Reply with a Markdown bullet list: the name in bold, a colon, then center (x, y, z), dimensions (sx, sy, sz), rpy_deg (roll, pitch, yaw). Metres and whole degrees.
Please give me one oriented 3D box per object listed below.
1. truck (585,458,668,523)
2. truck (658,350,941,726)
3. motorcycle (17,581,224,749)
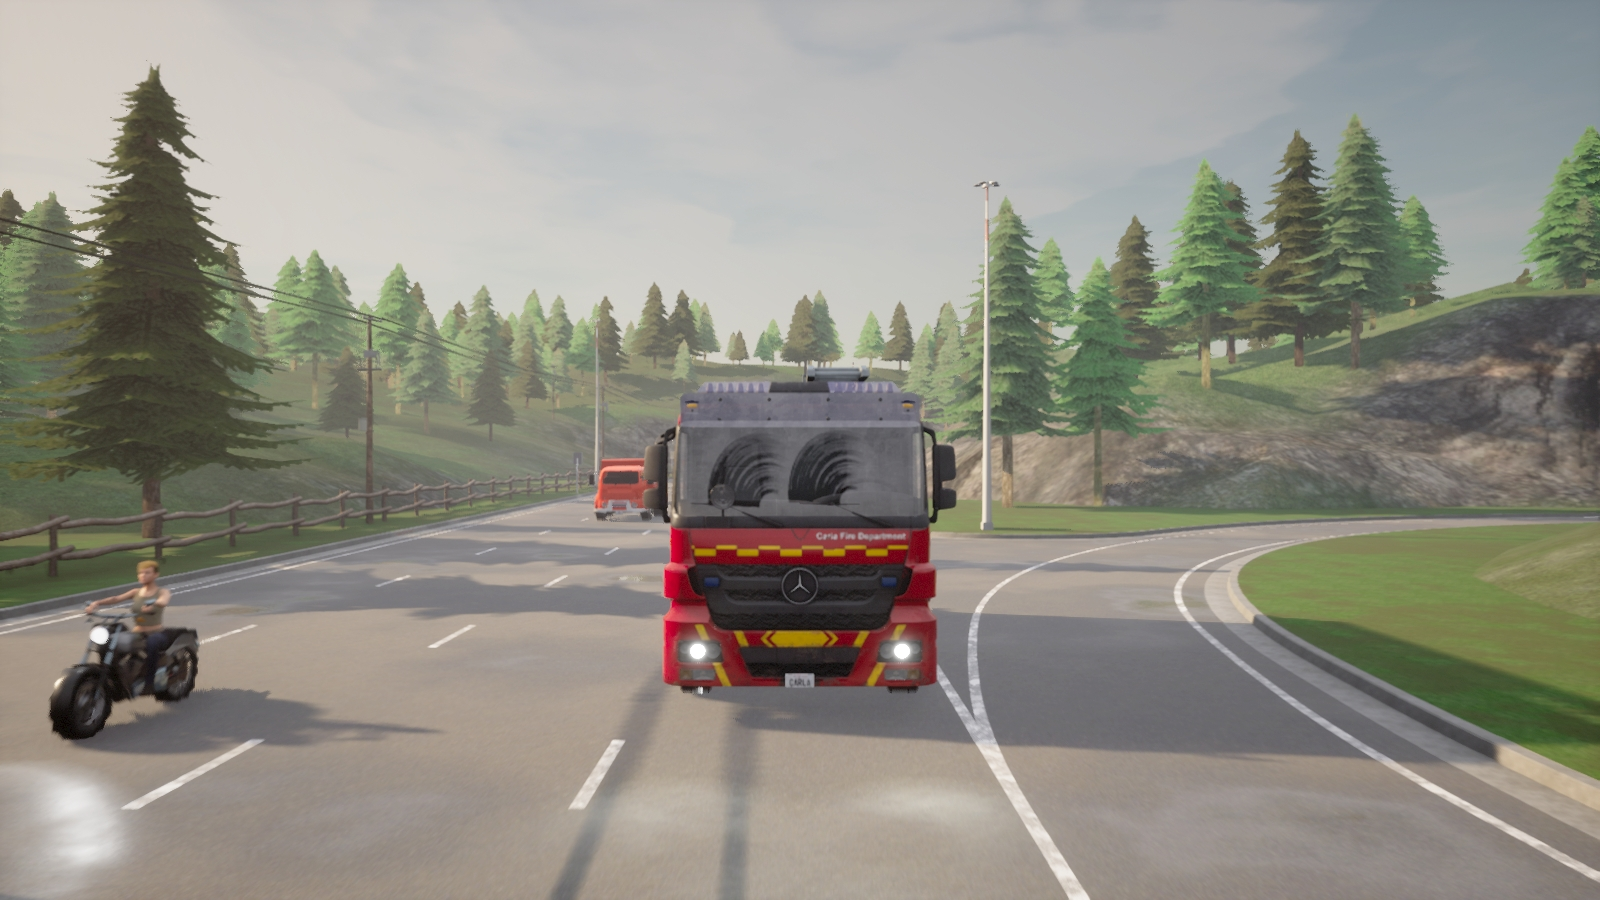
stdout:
- **truck**: center (-7.002, 1.598, 46.822), dimensions (2.627, 2.467, 5.204), rpy_deg (0, 0, 0)
- **truck**: center (-0.006, 0.902, 15.880), dimensions (2.891, 3.827, 8.468), rpy_deg (0, 0, 0)
- **motorcycle**: center (-7.003, 2.163, 11.950), dimensions (0.764, 1.307, 2.356), rpy_deg (0, 0, 0)
